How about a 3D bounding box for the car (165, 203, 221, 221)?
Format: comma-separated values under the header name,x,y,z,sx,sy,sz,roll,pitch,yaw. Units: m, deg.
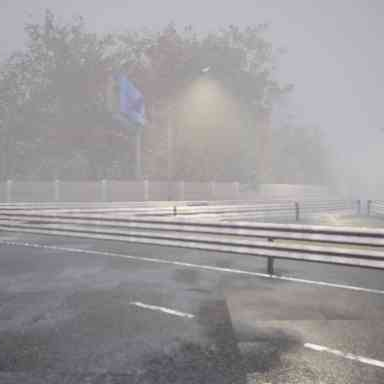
name,x,y,z,sx,sy,sz,roll,pitch,yaw
car,0.114,1.511,24.638,4.181,1.385,1.994,0,0,-25
